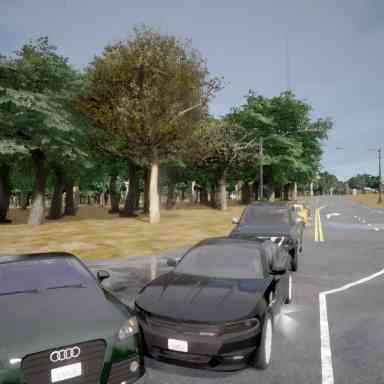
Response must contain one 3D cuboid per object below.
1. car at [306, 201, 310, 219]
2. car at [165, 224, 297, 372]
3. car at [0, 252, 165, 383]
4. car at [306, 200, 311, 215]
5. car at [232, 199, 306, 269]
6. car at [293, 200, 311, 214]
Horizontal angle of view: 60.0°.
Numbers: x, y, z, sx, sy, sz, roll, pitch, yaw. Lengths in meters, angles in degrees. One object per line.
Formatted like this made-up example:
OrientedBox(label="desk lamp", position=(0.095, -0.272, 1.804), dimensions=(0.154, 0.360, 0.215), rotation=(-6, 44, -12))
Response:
OrientedBox(label="car", position=(7.249, 1.663, 24.035), dimensions=(1.882, 1.535, 5.008), rotation=(-1, 0, 21))
OrientedBox(label="car", position=(0.743, 1.613, 6.240), dimensions=(1.882, 1.535, 5.008), rotation=(-1, -2, 21))
OrientedBox(label="car", position=(-2.303, 1.643, 4.944), dimensions=(1.994, 1.385, 4.181), rotation=(1, -2, -33))
OrientedBox(label="car", position=(9.311, 1.723, 29.538), dimensions=(1.812, 1.442, 4.674), rotation=(-1, 0, 21))
OrientedBox(label="car", position=(2.867, 1.459, 12.379), dimensions=(2.150, 2.045, 5.566), rotation=(-2, 0, 21))
OrientedBox(label="car", position=(13.340, 1.746, 40.121), dimensions=(1.812, 1.442, 4.674), rotation=(-1, 0, 21))
